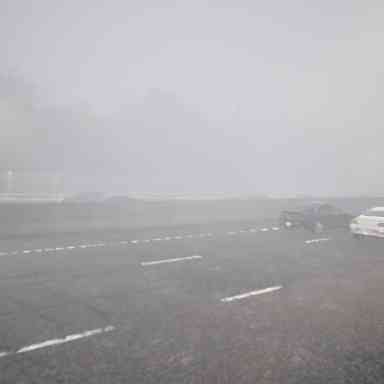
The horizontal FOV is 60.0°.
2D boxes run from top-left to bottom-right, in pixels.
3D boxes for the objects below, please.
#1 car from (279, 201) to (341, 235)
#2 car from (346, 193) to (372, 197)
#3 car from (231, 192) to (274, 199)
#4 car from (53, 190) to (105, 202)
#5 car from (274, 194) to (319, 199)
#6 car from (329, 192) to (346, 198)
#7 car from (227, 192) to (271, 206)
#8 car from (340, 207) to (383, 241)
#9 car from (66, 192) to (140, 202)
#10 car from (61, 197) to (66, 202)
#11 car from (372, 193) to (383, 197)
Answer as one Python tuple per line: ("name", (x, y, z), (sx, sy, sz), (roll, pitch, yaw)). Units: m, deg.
("car", (6.503, 1.245, 16.941), (4.892, 1.490, 1.837), (0, 1, -35))
("car", (24.013, 0.901, 46.144), (4.892, 1.490, 1.837), (0, 1, -35))
("car", (6.478, 0.937, 34.056), (5.357, 1.411, 2.033), (0, 1, -34))
("car", (-9.106, 0.656, 27.499), (4.553, 1.767, 2.097), (0, 1, -35))
("car", (10.881, 0.968, 32.833), (4.902, 1.511, 2.128), (0, 1, -34))
("car", (22.160, 0.783, 49.115), (5.008, 1.535, 1.882), (0, 1, -35))
("car", (6.638, 0.794, 38.403), (4.902, 1.511, 2.128), (0, 1, -34))
("car", (8.593, 1.351, 14.132), (4.674, 1.442, 1.812), (0, 1, -35))
("car", (-5.191, 0.955, 21.708), (5.008, 1.535, 1.882), (0, 1, -35))
("car", (-7.100, 0.954, 24.641), (4.181, 1.385, 1.994), (0, 1, -35))
("car", (26.346, 0.736, 43.490), (5.566, 2.045, 2.150), (0, 1, -35))
